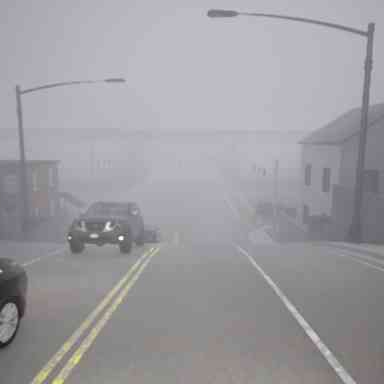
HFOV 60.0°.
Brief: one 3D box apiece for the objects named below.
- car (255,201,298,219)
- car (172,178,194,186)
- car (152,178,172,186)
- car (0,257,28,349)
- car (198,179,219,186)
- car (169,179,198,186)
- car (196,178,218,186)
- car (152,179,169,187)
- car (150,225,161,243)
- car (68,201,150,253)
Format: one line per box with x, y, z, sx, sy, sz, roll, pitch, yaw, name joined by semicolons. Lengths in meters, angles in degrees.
10.974;2.271;43.313;5.566;2.045;2.150;0;8;-1;car
-1.878;-2.172;73.167;4.536;1.218;1.853;-6;10;-35;car
-6.564;-2.193;73.237;4.536;1.218;1.853;8;12;44;car
-3.573;1.489;3.429;1.837;1.490;4.892;0;0;1;car
3.459;-2.103;73.854;4.974;1.542;2.038;5;10;29;car
-1.920;-2.011;73.160;4.974;1.542;2.038;-6;10;-35;car
3.414;-2.263;73.855;4.536;1.218;1.853;5;10;29;car
-6.528;-2.032;73.224;4.974;1.542;2.038;8;12;44;car
-3.362;3.142;24.360;1.882;1.535;5.008;0;-12;0;car
-3.395;1.401;14.362;2.150;2.045;5.566;0;-5;0;car
